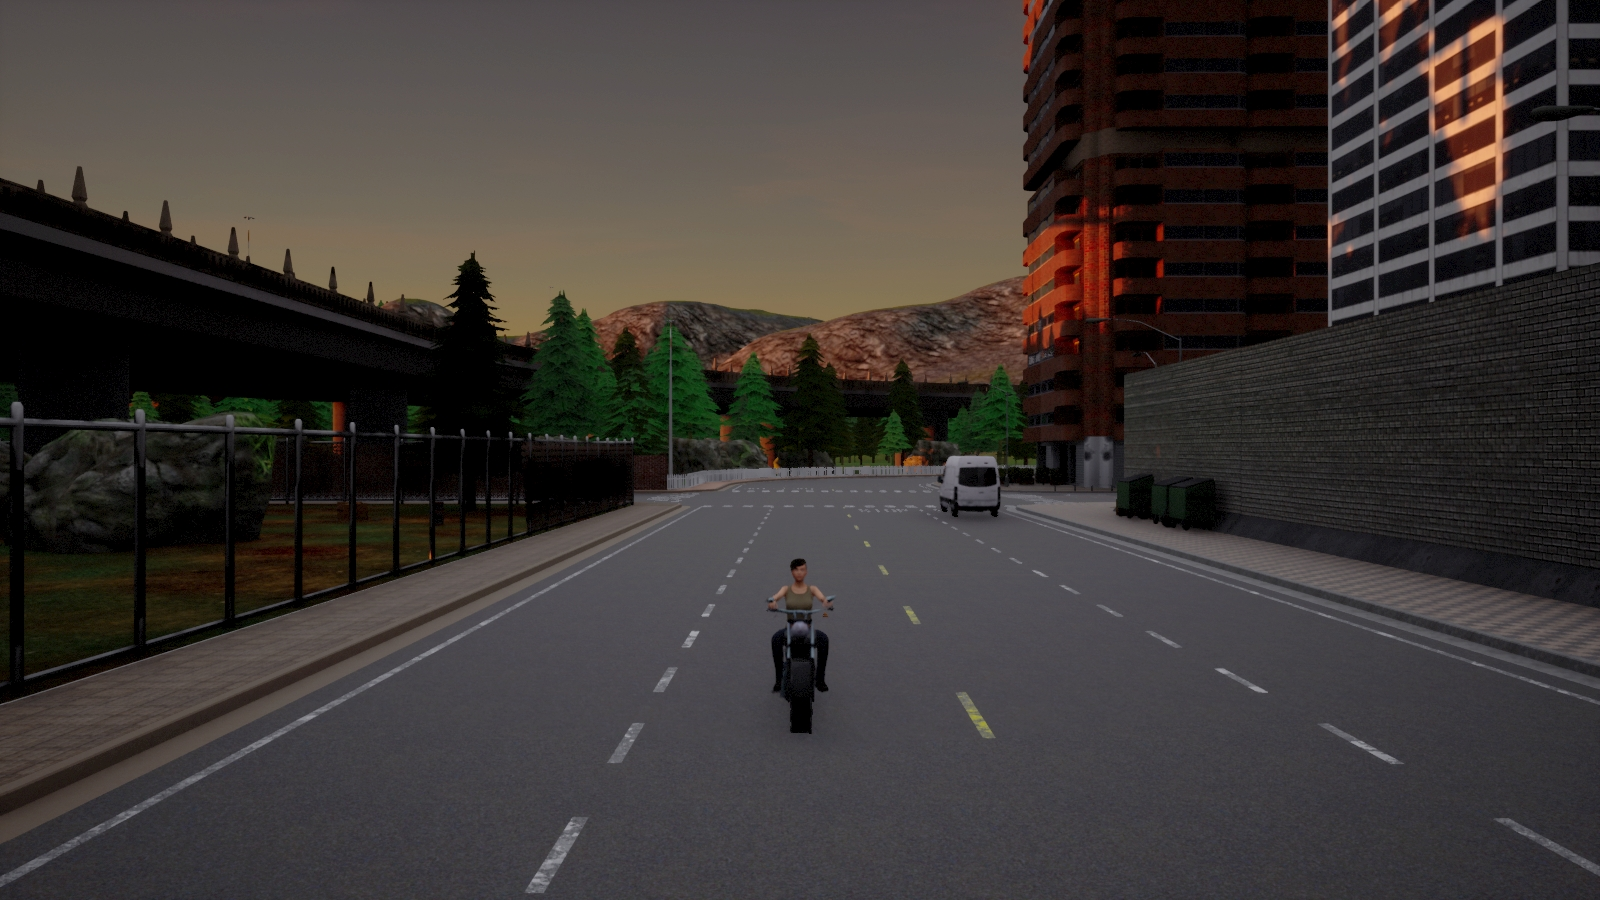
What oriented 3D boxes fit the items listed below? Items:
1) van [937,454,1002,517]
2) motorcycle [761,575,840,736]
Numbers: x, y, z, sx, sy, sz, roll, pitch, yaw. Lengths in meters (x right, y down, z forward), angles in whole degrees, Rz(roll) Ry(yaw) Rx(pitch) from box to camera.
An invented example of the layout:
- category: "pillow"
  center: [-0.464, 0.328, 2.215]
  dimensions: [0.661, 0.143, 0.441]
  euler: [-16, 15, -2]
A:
- category: "van"
  center: [7.342, 1.479, 50.004]
  dimensions: [1.988, 2.561, 5.915]
  euler: [0, 0, 0]
- category: "motorcycle"
  center: [-0.010, 2.098, 12.132]
  dimensions: [0.764, 1.307, 2.356]
  euler: [0, -1, -1]
